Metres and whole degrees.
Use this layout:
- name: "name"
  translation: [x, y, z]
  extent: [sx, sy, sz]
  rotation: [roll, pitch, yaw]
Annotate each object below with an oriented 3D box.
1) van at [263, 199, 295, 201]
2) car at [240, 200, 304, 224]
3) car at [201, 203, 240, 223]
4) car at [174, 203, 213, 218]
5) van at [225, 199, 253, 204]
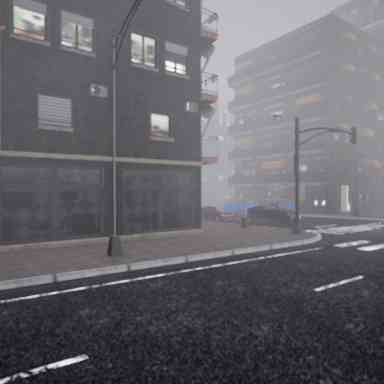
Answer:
- name: "van"
  translation: [8.631, 1.578, 33.693]
  extent: [1.690, 1.788, 3.998]
  rotation: [-1, 0, -36]
- name: "car"
  translation: [6.577, 1.698, 26.760]
  extent: [2.128, 1.511, 4.902]
  rotation: [0, -1, -37]
- name: "car"
  translation: [1.899, 1.858, 28.766]
  extent: [1.802, 1.307, 4.206]
  rotation: [-1, 0, -36]
- name: "car"
  translation: [0.107, 1.913, 35.526]
  extent: [1.994, 1.385, 4.181]
  rotation: [0, -1, -36]
- name: "van"
  translation: [5.309, 1.652, 38.204]
  extent: [1.690, 1.788, 3.998]
  rotation: [-1, 0, -36]
